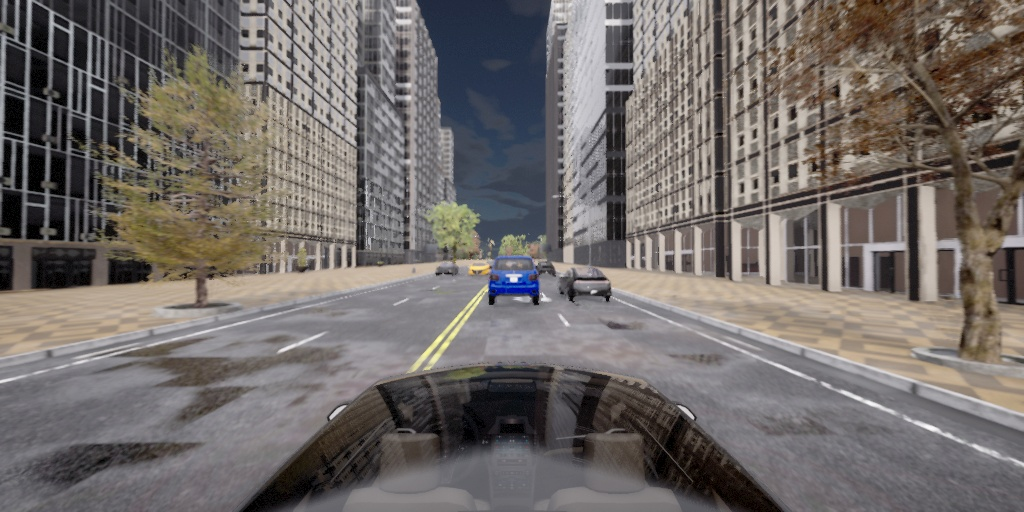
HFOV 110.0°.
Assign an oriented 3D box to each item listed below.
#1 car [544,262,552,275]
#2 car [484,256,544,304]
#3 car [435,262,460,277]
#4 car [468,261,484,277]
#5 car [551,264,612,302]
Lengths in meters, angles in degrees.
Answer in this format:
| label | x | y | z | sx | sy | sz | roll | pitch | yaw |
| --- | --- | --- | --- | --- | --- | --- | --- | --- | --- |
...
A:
| label | x | y | z | sx | sy | sz | roll | pitch | yaw |
| --- | --- | --- | --- | --- | --- | --- | --- | --- | --- |
| car | 3.344 | 1.315 | 37.039 | 1.837 | 1.490 | 4.892 | 0 | 0 | 0 |
| car | 0.085 | 0.998 | 16.692 | 2.150 | 2.045 | 5.566 | 0 | 0 | 0 |
| car | -6.593 | 1.353 | 37.059 | 2.033 | 1.411 | 5.357 | 0 | 0 | 0 |
| car | -3.338 | 1.284 | 36.999 | 1.882 | 1.535 | 5.008 | 0 | 0 | 0 |
| car | 3.336 | 1.269 | 17.062 | 2.128 | 1.511 | 4.902 | 0 | 0 | 0 |
